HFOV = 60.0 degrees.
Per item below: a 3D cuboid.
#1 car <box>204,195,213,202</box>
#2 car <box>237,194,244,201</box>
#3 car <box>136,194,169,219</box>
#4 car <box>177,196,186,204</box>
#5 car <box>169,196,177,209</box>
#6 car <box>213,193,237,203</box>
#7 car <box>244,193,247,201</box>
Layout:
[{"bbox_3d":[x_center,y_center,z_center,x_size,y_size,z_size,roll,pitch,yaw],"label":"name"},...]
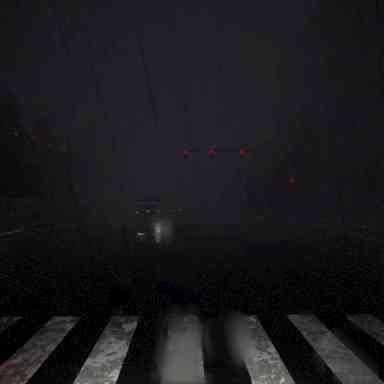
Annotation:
[{"bbox_3d":[4.372,1.355,73.630,2.097,1.767,4.553,0,0,30],"label":"car"},{"bbox_3d":[10.156,1.524,81.924,1.812,1.442,4.674,0,0,44],"label":"car"},{"bbox_3d":[-3.582,1.229,29.739,2.150,2.045,5.566,0,0,0],"label":"car"},{"bbox_3d":[-2.471,1.525,64.221,1.812,1.442,4.674,0,0,12],"label":"car"},{"bbox_3d":[-3.555,1.547,46.378,2.033,1.411,5.357,0,0,0],"label":"car"},{"bbox_3d":[7.028,1.225,70.962,2.150,2.045,5.566,0,0,26],"label":"car"},{"bbox_3d":[14.633,1.225,81.503,5.566,2.045,2.150,0,0,-43],"label":"car"}]
